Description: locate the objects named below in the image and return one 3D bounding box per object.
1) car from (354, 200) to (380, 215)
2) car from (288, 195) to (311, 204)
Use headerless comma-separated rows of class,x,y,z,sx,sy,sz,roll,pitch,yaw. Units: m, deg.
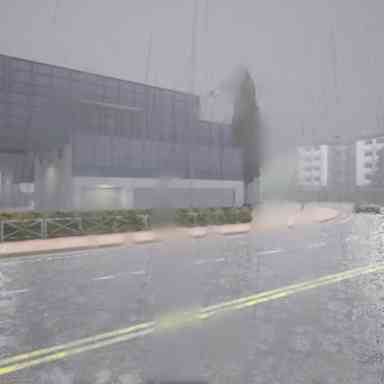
car,17.746,1.541,33.843,1.994,1.385,4.181,0,0,19
car,20.546,1.370,63.797,2.097,1.767,4.553,0,0,-23
